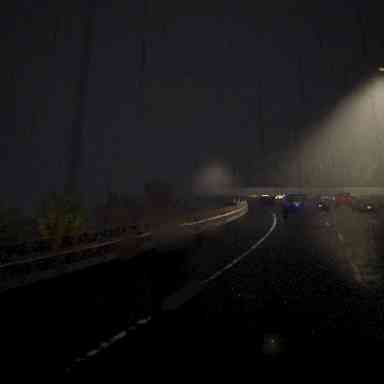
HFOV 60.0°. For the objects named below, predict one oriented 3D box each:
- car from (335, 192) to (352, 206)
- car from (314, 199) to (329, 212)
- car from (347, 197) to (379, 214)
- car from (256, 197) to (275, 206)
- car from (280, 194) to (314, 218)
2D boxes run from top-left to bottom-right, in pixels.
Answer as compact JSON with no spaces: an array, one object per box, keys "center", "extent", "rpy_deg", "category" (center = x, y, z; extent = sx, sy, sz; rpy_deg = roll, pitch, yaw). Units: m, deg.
[{"center":[22.697,1.088,49.808],"extent":[2.150,2.045,5.566],"rpy_deg":[0,0,23],"category":"car"},{"center":[13.947,1.472,37.416],"extent":[1.994,1.385,4.181],"rpy_deg":[0,0,8],"category":"car"},{"center":[17.729,1.467,34.240],"extent":[1.994,1.385,4.181],"rpy_deg":[0,0,15],"category":"car"},{"center":[11.432,1.440,51.807],"extent":[2.033,1.411,5.357],"rpy_deg":[0,0,0],"category":"car"},{"center":[9.125,1.153,29.652],"extent":[2.150,2.045,5.566],"rpy_deg":[0,0,12],"category":"car"}]
